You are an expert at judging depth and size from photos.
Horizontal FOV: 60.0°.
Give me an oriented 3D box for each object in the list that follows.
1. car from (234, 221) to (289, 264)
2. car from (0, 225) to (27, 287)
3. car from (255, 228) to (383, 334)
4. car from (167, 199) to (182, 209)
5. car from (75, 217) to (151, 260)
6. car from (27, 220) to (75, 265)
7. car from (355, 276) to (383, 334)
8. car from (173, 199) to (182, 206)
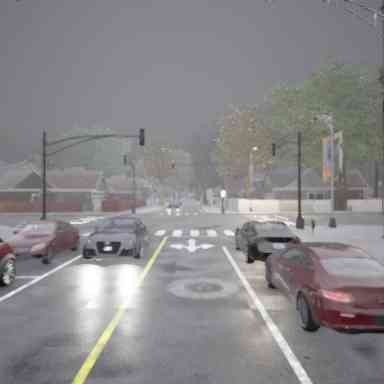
[{"bbox_3d":[2.636,1.687,12.186,1.947,1.339,4.313,0,-1,0],"label":"car"},{"bbox_3d":[-5.389,1.508,6.666,1.967,1.590,4.097,0,-1,0],"label":"car"},{"bbox_3d":[2.637,1.649,6.667,1.802,1.307,4.206,0,-1,0],"label":"car"},{"bbox_3d":[-3.094,2.090,56.207,1.837,1.490,4.892,0,-1,0],"label":"car"},{"bbox_3d":[-2.752,1.694,12.946,1.994,1.385,4.181,0,-1,0],"label":"car"},{"bbox_3d":[-5.389,1.704,12.183,1.802,1.307,4.206,0,-1,0],"label":"car"},{"bbox_3d":[2.637,1.557,1.150,1.887,1.381,4.507,0,-1,0],"label":"car"},{"bbox_3d":[-3.085,2.234,71.535,1.882,1.535,5.008,0,-1,0],"label":"car"}]
